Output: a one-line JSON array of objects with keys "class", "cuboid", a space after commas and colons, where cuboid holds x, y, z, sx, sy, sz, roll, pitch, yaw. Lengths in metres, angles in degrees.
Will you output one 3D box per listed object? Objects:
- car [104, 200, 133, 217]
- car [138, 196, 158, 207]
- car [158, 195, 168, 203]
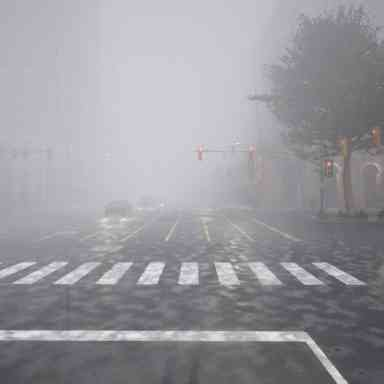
[{"class": "car", "cuboid": [-6.941, 1.477, 31.713, 1.882, 1.535, 5.008, 0, 0, 0]}, {"class": "car", "cuboid": [-6.842, 1.352, 50.049, 2.097, 1.767, 4.553, 0, 0, 0]}, {"class": "car", "cuboid": [-6.618, 1.601, 67.192, 1.895, 1.301, 4.718, 0, 0, 1]}]
